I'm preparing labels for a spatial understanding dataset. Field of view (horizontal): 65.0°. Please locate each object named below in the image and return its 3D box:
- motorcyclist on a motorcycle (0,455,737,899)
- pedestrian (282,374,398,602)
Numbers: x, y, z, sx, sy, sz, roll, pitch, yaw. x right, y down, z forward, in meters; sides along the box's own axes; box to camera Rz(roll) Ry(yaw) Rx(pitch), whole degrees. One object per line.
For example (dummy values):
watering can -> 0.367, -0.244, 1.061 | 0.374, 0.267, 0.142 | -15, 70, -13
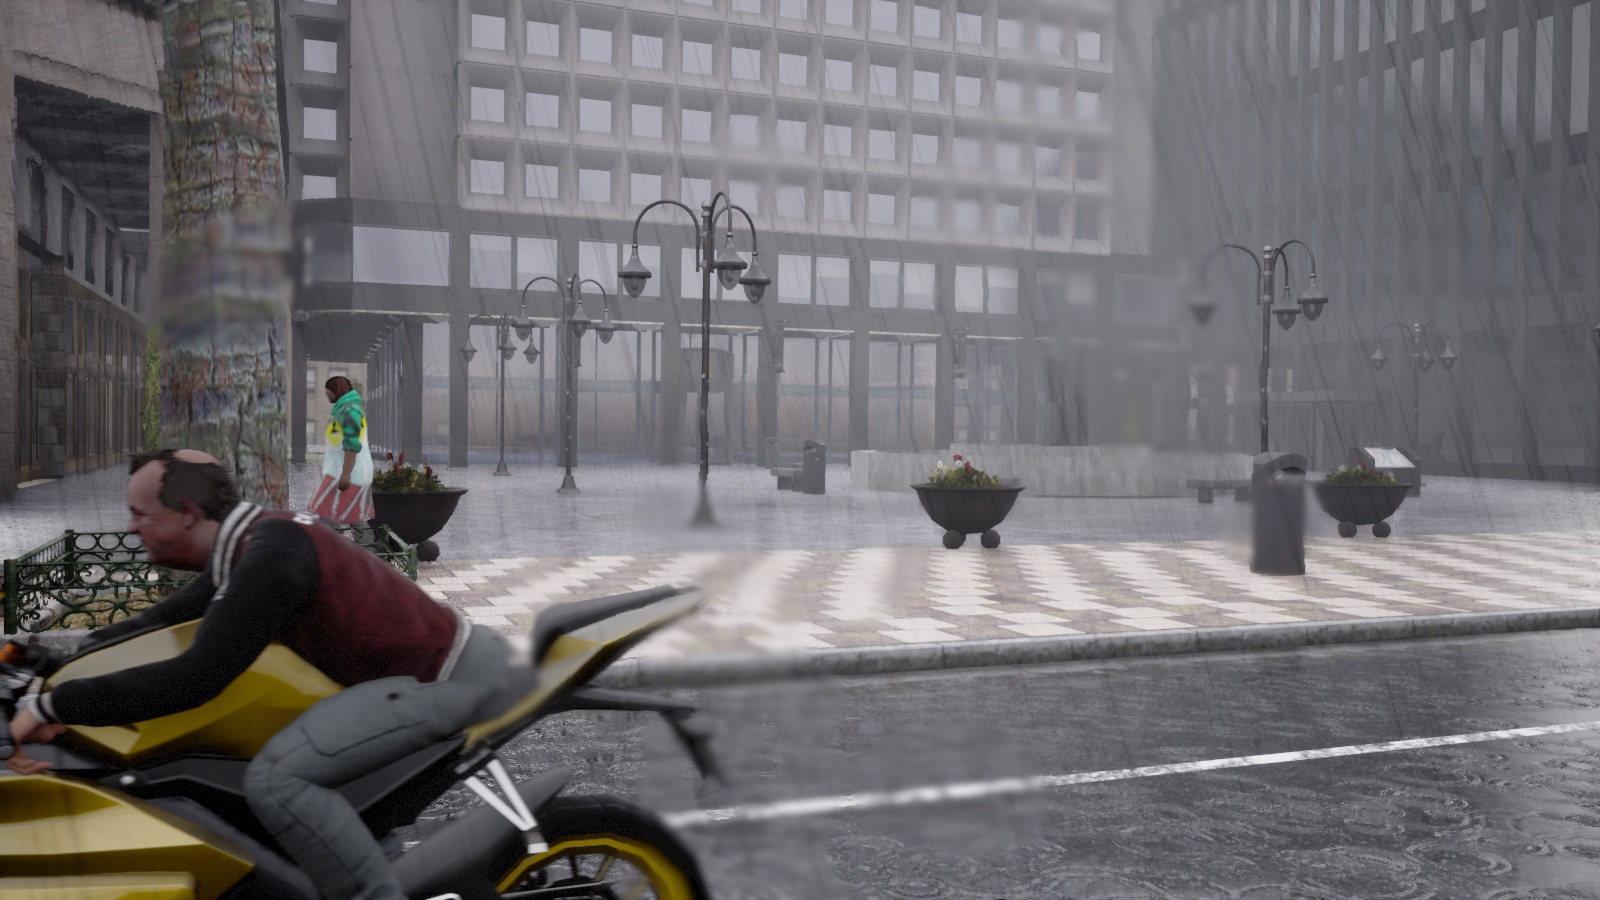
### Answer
motorcyclist on a motorcycle -> -1.317, 0.803, 2.740 | 2.191, 1.530, 0.866 | -1, 1, -21
pedestrian -> -4.081, 0.317, 11.195 | 0.873, 1.952, 0.659 | -1, 1, -14
